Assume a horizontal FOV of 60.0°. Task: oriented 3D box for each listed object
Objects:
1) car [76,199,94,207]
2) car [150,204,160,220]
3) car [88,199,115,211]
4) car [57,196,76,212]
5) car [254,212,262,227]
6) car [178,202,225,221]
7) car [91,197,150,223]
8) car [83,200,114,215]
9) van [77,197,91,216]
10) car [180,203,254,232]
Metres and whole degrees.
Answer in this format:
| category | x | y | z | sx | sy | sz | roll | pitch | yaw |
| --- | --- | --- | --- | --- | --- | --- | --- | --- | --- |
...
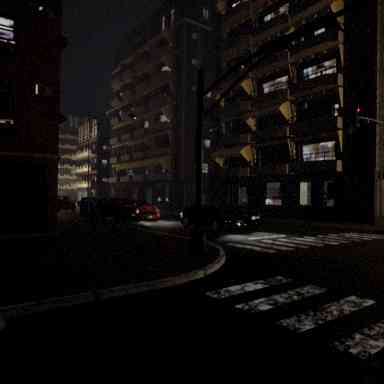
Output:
| category | x | y | z | sx | sy | sz | roll | pitch | yaw |
| --- | --- | --- | --- | --- | --- | --- | --- | --- | --- |
| car | -18.454 | 1.866 | 57.271 | 1.802 | 1.307 | 4.206 | 1 | -1 | -35 |
| car | -4.569 | 1.404 | 28.263 | 2.097 | 1.767 | 4.553 | 1 | -1 | -35 |
| car | -11.935 | 1.678 | 43.786 | 1.837 | 1.490 | 4.892 | 1 | -1 | -35 |
| car | -15.229 | 1.368 | 39.067 | 2.192 | 1.841 | 5.009 | 1 | -1 | -35 |
| car | 2.800 | 1.650 | 22.942 | 1.994 | 1.385 | 4.181 | 1 | -1 | -35 |
| car | 0.758 | 1.685 | 30.093 | 1.752 | 1.417 | 4.829 | 1 | -1 | -35 |
| car | -5.574 | 1.309 | 25.408 | 2.192 | 1.841 | 5.009 | 1 | -1 | -35 |
| car | -10.272 | 1.650 | 36.332 | 1.994 | 1.385 | 4.181 | 1 | -1 | -35 |
| van | -8.793 | 1.354 | 29.960 | 1.690 | 1.788 | 3.998 | 1 | -1 | -35 |
| car | 1.155 | 1.527 | 20.215 | 1.837 | 1.490 | 4.892 | 1 | -1 | -36 |
